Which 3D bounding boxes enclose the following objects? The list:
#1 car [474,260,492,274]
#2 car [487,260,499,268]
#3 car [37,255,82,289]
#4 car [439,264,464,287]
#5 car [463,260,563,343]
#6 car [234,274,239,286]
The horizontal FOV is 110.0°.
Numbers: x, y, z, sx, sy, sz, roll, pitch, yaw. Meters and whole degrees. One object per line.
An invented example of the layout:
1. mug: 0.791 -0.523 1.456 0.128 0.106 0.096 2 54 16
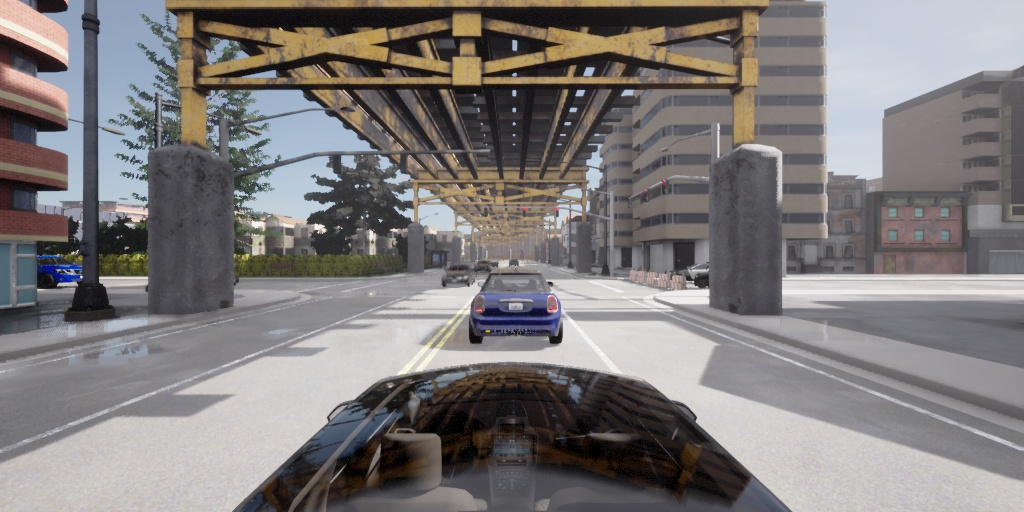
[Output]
1. car: -3.451 1.254 43.275 1.837 1.490 4.892 0 0 0
2. car: -3.280 1.354 63.366 1.895 1.301 4.718 0 0 0
3. car: -29.647 0.971 22.512 5.566 2.045 2.150 0 0 0
4. car: -3.523 1.276 24.298 1.812 1.442 4.674 0 0 0
5. car: 0.102 1.102 9.794 2.097 1.767 4.553 0 0 1
6. car: -19.785 1.276 22.452 4.674 1.442 1.812 0 0 0
